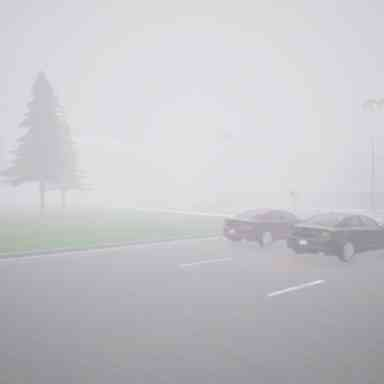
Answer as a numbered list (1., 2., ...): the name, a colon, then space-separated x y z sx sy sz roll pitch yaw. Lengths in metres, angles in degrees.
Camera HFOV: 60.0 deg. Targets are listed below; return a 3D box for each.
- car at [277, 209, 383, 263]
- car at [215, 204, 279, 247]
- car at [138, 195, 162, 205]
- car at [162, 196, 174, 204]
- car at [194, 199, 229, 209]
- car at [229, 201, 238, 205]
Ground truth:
1. car: 5.574 1.474 12.119 5.008 1.535 1.882 0 0 -36
2. car: 3.651 1.479 15.051 5.008 1.535 1.882 1 0 -36
3. car: -7.879 1.392 60.187 2.097 1.767 4.553 0 0 -36
4. car: -5.303 1.541 62.609 1.837 1.490 4.892 0 0 -36
5. car: 2.417 1.618 46.141 1.895 1.301 4.718 0 0 -37
6. car: 4.663 1.615 48.995 1.895 1.301 4.718 0 0 -36
